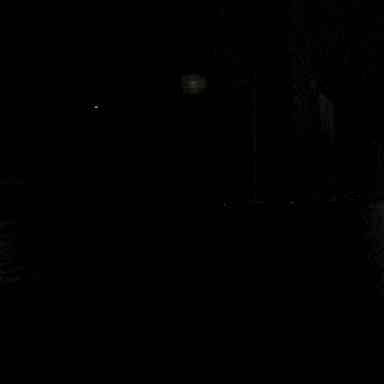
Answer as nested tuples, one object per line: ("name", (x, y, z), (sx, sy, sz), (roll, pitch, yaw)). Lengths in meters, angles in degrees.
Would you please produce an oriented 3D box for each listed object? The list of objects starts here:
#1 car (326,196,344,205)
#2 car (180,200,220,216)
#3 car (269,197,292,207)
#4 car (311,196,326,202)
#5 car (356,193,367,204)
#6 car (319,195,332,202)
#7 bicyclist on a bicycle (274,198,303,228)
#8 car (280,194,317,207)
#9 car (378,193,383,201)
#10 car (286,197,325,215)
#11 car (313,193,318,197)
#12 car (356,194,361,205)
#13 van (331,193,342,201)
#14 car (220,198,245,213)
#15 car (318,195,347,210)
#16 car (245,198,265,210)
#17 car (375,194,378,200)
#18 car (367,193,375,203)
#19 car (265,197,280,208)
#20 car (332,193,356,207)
("car", (23.194, 1.353, 53.943), (1.812, 1.442, 4.674), (-1, 0, 35))
("car", (0.557, 1.523, 31.713), (1.802, 1.307, 4.206), (0, 0, 35))
("car", (13.400, 1.454, 50.258), (1.947, 1.339, 4.313), (0, 0, 35))
("car", (26.243, 1.417, 68.804), (1.947, 1.339, 4.313), (0, 0, 35))
("car", (26.823, 1.117, 54.671), (2.192, 1.841, 5.009), (0, 0, 35))
("car", (29.453, 1.426, 73.439), (1.802, 1.307, 4.206), (0, 0, 35))
("bicyclist on a bicycle", (5.304, 1.177, 18.392), (1.656, 1.620, 0.582), (-1, 0, 35))
("car", (12.322, 1.352, 38.242), (2.128, 1.511, 4.902), (-1, 0, 35))
("car", (42.875, 1.359, 77.848), (1.802, 1.307, 4.206), (-1, 0, 35))
("car", (10.773, 1.424, 31.491), (1.947, 1.339, 4.313), (0, 0, 35))
("car", (23.030, 1.176, 64.168), (2.192, 1.841, 5.009), (0, 0, 35))
("car", (23.614, 1.378, 50.034), (1.947, 1.339, 4.313), (0, 0, 35))
("van", (35.872, 1.185, 82.713), (1.690, 1.788, 3.998), (-1, 0, 35))
("car", (3.766, 1.365, 36.348), (1.967, 1.590, 4.097), (0, 0, 35))
("car", (17.193, 1.377, 40.763), (1.887, 1.381, 4.507), (0, 0, 35))
("car", (6.978, 1.494, 40.985), (1.802, 1.307, 4.206), (0, 0, 35))
("car", (36.552, 1.302, 68.717), (1.752, 1.417, 4.829), (0, 0, 35))
("car", (33.244, 1.099, 63.943), (2.192, 1.841, 5.009), (0, 0, 35))
("car", (10.092, 1.425, 45.481), (1.752, 1.417, 4.829), (0, 0, 35))
("car", (20.403, 1.136, 45.400), (2.192, 1.841, 5.009), (0, 0, 35))
